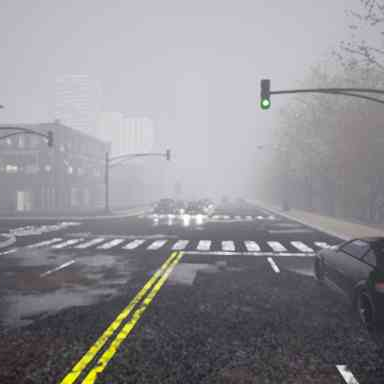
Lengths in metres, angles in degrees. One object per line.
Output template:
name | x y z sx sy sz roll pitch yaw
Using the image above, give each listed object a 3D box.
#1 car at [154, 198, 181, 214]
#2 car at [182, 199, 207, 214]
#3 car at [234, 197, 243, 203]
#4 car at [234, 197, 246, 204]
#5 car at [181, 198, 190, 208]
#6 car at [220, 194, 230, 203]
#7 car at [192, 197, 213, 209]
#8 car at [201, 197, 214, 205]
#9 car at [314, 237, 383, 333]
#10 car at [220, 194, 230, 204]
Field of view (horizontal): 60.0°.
car | -2.926 1.507 38.398 2.097 1.767 4.553 0 0 7
car | 0.333 1.757 38.111 1.895 1.301 4.718 0 0 6
car | 11.050 1.875 78.816 1.994 1.385 4.181 0 0 6
car | 10.144 1.775 68.766 2.128 1.511 4.902 0 0 6
car | -1.873 1.760 48.662 1.994 1.385 4.181 0 0 6
car | 7.863 1.548 79.595 2.150 2.045 5.566 0 0 6
car | 1.641 1.756 51.095 2.033 1.411 5.357 0 0 6
car | 3.094 1.753 64.964 2.128 1.511 4.902 0 0 6
car | 3.925 1.596 6.765 1.994 1.385 4.181 0 0 6
car | 6.948 1.787 69.568 1.837 1.490 4.892 0 0 6
